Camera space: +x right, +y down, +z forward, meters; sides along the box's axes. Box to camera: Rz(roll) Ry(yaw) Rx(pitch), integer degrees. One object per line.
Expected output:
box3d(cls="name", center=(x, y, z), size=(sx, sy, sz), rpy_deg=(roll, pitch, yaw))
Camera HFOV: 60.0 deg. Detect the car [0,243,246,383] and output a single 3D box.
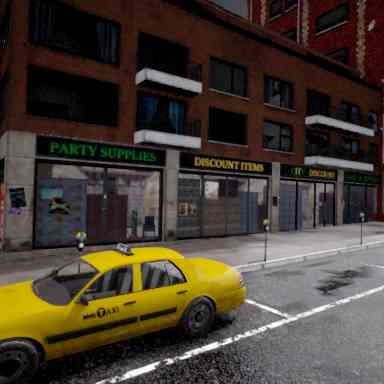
box3d(cls="car", center=(-1.309, 1.526, 5.138), size=(4.829, 1.417, 1.752), rpy_deg=(0, 2, -35))
